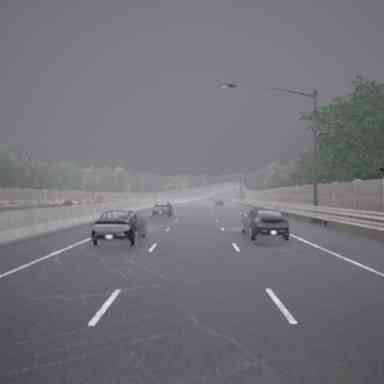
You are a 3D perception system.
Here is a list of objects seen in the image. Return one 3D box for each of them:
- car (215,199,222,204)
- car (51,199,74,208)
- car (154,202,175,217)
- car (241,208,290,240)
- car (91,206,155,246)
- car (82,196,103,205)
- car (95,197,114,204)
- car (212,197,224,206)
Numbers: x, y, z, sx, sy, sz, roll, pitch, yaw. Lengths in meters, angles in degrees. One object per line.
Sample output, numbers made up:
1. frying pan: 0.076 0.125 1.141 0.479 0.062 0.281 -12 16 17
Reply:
1. car: 7.182 2.533 90.984 1.837 1.490 4.892 0 -1 5
2. car: -19.886 1.852 51.129 1.882 1.535 5.008 0 0 3
3. car: -2.856 1.725 33.509 2.128 1.511 4.902 0 -1 2
4. car: 3.775 1.615 17.630 1.837 1.490 4.892 0 0 1
5. car: -3.258 1.582 15.641 2.128 1.511 4.902 0 0 1
6. car: -16.180 1.642 55.036 2.150 2.045 5.566 0 0 3
7. car: -12.869 1.952 51.196 1.994 1.385 4.181 0 -1 3
8. car: 5.659 2.162 69.246 1.837 1.490 4.892 0 -1 3
